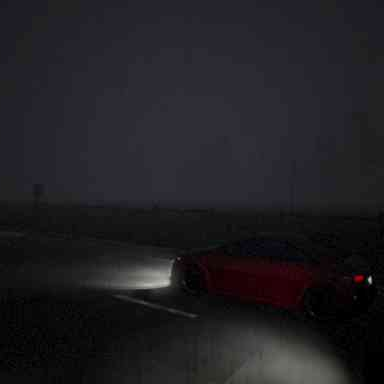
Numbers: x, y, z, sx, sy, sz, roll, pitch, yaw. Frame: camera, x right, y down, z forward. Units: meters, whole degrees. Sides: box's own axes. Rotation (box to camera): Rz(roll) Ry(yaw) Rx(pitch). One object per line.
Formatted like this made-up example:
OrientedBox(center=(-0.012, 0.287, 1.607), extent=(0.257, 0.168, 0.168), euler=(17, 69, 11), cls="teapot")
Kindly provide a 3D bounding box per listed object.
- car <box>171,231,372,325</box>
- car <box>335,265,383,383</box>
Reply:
OrientedBox(center=(1.581, 1.560, 7.164), extent=(4.181, 1.385, 1.994), euler=(0, 0, 36), cls="car")
OrientedBox(center=(3.390, 1.529, 1.574), extent=(4.674, 1.442, 1.812), euler=(0, 0, 35), cls="car")
